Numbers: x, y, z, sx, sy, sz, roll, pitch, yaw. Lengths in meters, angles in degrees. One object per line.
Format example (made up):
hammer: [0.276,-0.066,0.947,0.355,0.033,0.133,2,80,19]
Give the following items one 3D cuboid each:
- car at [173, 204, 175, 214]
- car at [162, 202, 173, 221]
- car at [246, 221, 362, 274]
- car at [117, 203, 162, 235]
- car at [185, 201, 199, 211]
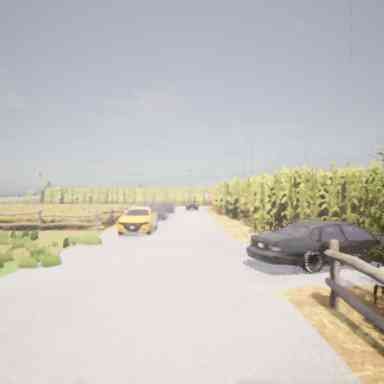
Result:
car: [-3.159,1.918,41.000,1.994,1.385,4.181,0,-1,0]
car: [-3.192,1.814,30.845,2.033,1.411,5.357,0,-1,0]
car: [4.463,1.641,10.727,5.357,1.411,2.033,0,-1,-18]
car: [-3.196,1.653,20.295,1.882,1.535,5.008,0,0,0]
car: [0.010,2.023,48.940,1.895,1.301,4.718,0,0,0]
